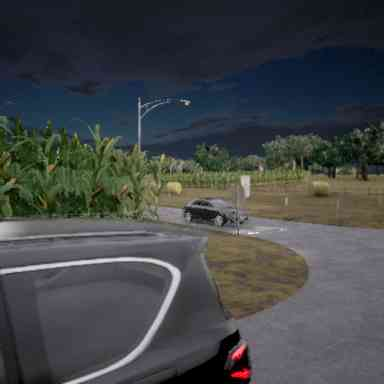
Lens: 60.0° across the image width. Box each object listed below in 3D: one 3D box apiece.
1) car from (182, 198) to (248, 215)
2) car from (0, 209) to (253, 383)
[{"bbox_3d":[1.307,1.143,20.007,1.837,1.490,4.892,-1,2,-36],"label":"car"},{"bbox_3d":[-2.177,1.228,1.399,5.566,2.045,2.150,0,0,-35],"label":"car"}]
